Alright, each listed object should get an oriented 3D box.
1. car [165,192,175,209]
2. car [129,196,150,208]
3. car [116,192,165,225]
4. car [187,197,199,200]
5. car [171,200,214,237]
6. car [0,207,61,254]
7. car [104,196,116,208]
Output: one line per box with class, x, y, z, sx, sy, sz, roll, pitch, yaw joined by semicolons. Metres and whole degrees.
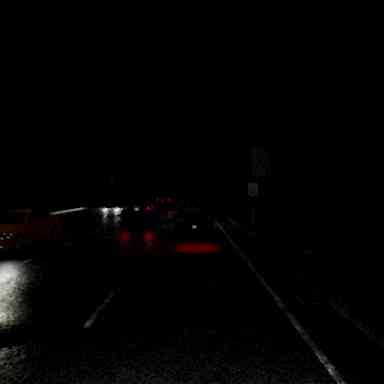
car;-3.395;1.032;41.453;2.150;2.045;5.566;0;0;0
car;-7.065;1.287;45.361;2.128;1.511;4.902;0;0;0
car;-3.398;1.119;23.017;2.150;2.045;5.566;0;1;0
car;0.106;1.311;39.577;2.128;1.511;4.902;0;0;0
car;0.103;1.398;17.420;1.882;1.535;5.008;0;0;0
car;-6.998;1.417;13.354;1.882;1.535;5.008;0;0;0
car;-10.565;1.302;45.089;1.837;1.490;4.892;0;0;0
